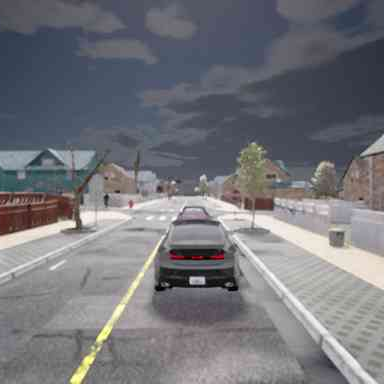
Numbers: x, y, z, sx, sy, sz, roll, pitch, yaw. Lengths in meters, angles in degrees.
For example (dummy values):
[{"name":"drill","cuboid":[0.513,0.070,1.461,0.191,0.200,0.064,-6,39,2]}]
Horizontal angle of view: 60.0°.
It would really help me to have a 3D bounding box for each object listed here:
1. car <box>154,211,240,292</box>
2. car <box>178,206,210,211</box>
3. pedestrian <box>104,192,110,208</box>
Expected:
[{"name":"car","cuboid":[0.108,1.461,8.816,1.837,1.490,4.892,0,0,0]},{"name":"car","cuboid":[0.115,1.480,19.006,1.994,1.385,4.181,0,0,0]},{"name":"pedestrian","cuboid":[-9.562,0.874,37.222,0.375,1.860,0.375,0,-2,0]}]
